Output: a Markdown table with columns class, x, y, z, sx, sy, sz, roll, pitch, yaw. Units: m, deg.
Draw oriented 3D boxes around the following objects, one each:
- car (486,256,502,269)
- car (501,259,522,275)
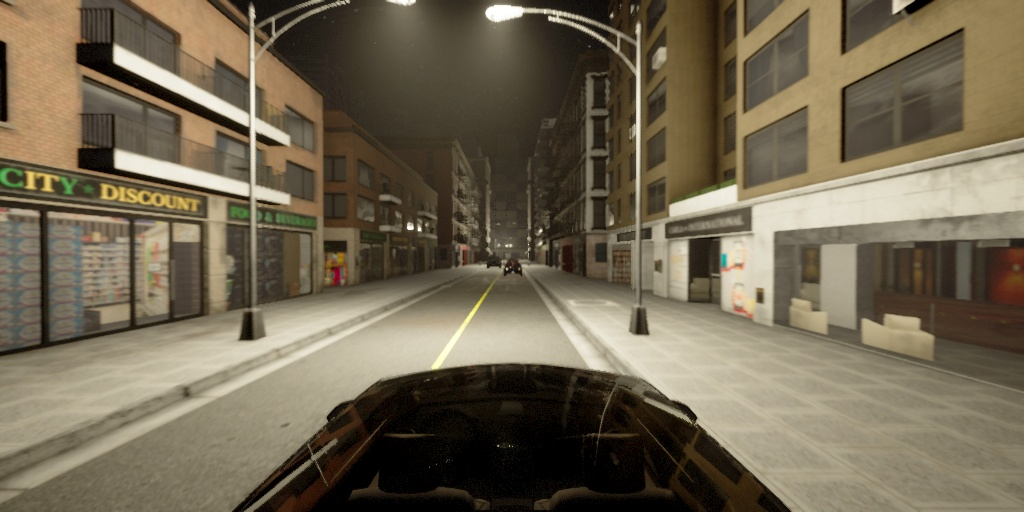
| class | x | y | z | sx | sy | sz | roll | pitch | yaw |
| --- | --- | --- | --- | --- | --- | --- | --- | --- | --- |
| car | -2.738 | 0.993 | 56.040 | 2.150 | 2.045 | 5.566 | 0 | 0 | 0 |
| car | 0.106 | 1.313 | 37.652 | 1.895 | 1.301 | 4.718 | 0 | 0 | 0 |
